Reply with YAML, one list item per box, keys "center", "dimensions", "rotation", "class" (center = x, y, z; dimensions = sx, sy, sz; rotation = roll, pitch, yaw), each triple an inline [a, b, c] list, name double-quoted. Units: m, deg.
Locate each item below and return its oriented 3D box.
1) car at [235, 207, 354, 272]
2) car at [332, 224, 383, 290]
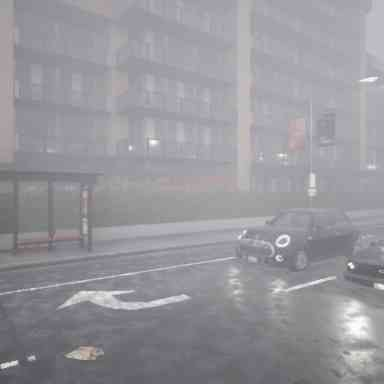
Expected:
- center: [3.569, 1.352, 10.905]
  dimensions: [4.553, 1.767, 2.097]
  rotation: [0, 0, -36]
  class: "car"
- center: [6.022, 1.547, 8.359]
  dimensions: [5.357, 1.411, 2.033]
  rotation: [0, 0, -36]
  class: "car"
